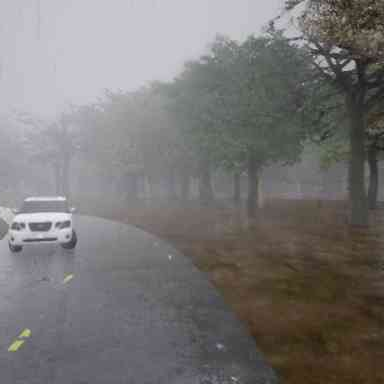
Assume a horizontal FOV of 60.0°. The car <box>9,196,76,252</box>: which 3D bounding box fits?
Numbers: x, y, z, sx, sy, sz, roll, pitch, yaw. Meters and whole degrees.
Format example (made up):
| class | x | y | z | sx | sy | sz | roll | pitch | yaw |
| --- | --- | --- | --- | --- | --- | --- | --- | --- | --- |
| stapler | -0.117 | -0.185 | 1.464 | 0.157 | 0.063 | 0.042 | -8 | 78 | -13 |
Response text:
| class | x | y | z | sx | sy | sz | roll | pitch | yaw |
| --- | --- | --- | --- | --- | --- | --- | --- | --- | --- |
| car | -6.313 | 1.215 | 14.441 | 2.150 | 2.045 | 5.566 | 0 | 0 | -19 |
